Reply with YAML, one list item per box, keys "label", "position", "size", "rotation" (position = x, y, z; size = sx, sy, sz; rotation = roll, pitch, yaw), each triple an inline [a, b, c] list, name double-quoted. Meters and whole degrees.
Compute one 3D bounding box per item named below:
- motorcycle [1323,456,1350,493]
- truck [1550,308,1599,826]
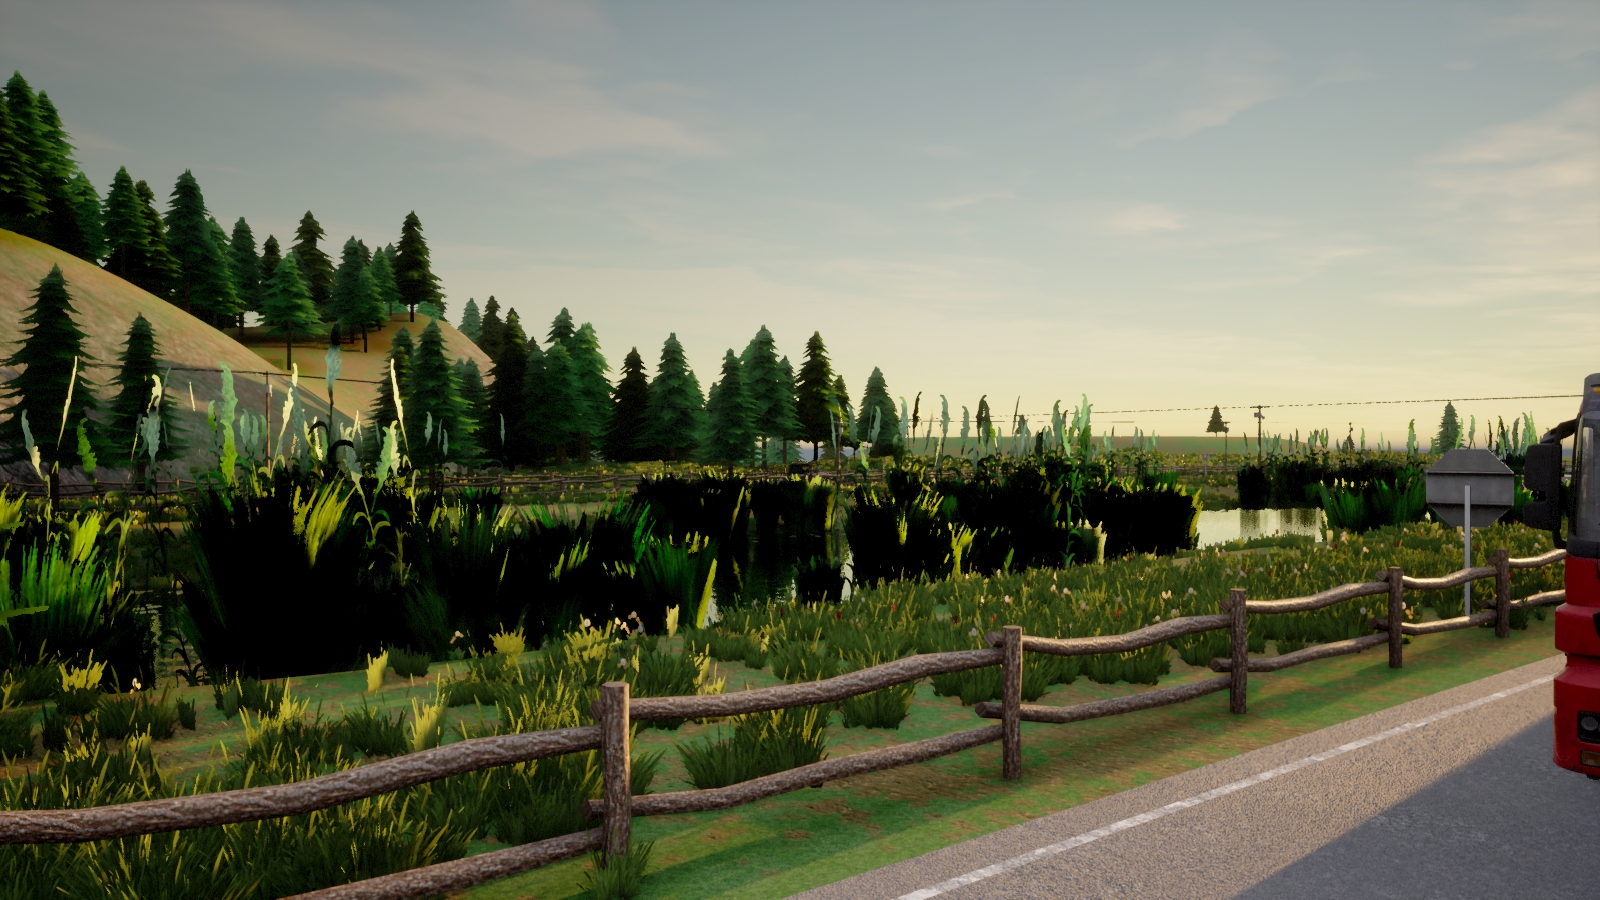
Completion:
- label: "motorcycle"
  position: [34.978, 1.577, 74.473]
  size: [2.033, 2.348, 0.803]
  rotation: [0, 0, -39]
- label: "truck"
  position: [9.509, 0.862, 10.945]
  size: [2.891, 3.827, 8.468]
  rotation: [0, 0, 40]
